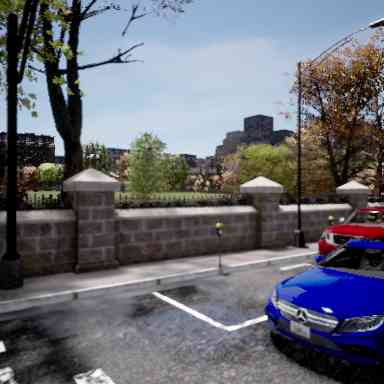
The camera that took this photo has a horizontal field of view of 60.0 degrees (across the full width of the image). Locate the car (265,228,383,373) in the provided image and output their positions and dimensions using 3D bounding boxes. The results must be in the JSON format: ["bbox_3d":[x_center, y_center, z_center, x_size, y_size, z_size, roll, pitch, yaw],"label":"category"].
[{"bbox_3d":[3.322,1.577,5.740,4.674,1.442,1.812,1,0,-35],"label":"car"}]

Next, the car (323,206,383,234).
[{"bbox_3d":[6.382,1.416,11.101,5.009,1.841,2.192,1,-1,-35],"label":"car"}]
